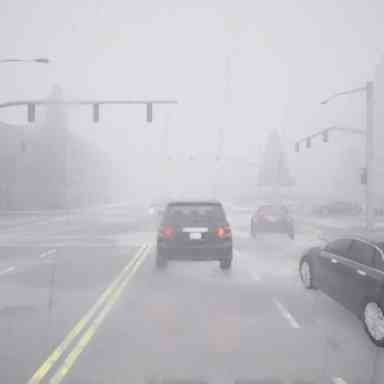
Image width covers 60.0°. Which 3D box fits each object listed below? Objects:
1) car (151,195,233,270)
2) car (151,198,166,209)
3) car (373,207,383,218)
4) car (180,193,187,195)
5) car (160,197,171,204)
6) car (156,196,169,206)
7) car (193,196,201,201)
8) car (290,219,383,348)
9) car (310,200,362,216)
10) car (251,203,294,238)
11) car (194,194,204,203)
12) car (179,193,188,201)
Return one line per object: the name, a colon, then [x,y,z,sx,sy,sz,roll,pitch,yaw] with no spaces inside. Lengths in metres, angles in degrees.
car: [0.004,1.236,11.235,2.150,2.045,5.566,0,0,-2]
car: [-4.799,1.596,47.579,1.812,1.442,4.674,0,0,-2]
car: [18.422,1.645,29.850,4.718,1.301,1.895,0,0,-2]
car: [-1.940,1.607,75.862,1.837,1.490,4.892,0,0,-1]
car: [-5.208,1.661,66.849,1.994,1.385,4.181,0,0,-1]
car: [-5.016,1.561,56.969,1.882,1.535,5.008,0,0,-1]
car: [1.298,1.679,86.014,1.994,1.385,4.181,0,0,-1]
car: [3.564,1.514,6.261,1.837,1.490,4.892,0,0,0]
car: [14.366,1.554,33.235,4.892,1.490,1.837,0,0,-2]
car: [4.430,1.378,18.039,2.097,1.767,4.553,0,0,15]
car: [1.555,1.467,76.108,2.097,1.767,4.553,0,0,-1]
car: [-2.205,1.266,86.090,2.150,2.045,5.566,0,0,-1]
